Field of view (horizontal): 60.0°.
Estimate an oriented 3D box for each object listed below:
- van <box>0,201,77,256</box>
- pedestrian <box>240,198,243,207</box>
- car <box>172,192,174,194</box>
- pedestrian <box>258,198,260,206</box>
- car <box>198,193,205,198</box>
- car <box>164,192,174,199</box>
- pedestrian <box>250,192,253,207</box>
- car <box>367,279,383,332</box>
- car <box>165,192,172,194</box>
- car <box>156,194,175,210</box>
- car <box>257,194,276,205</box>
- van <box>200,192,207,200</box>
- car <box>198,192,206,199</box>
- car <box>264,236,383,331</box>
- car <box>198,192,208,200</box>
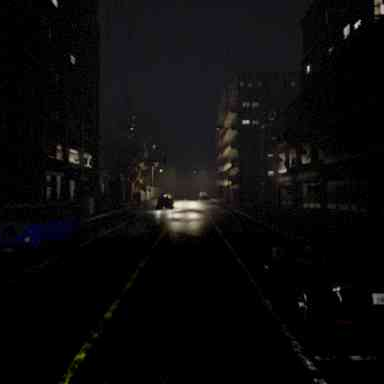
[{"bbox_3d":[-5.687,1.258,12.393,1.690,1.788,3.998,0,0,0],"label":"van"},{"bbox_3d":[6.127,1.260,41.117,0.500,1.100,0.500,0,0,0],"label":"pedestrian"},{"bbox_3d":[-5.703,1.070,78.535,1.752,1.417,4.829,0,0,0],"label":"car"},{"bbox_3d":[8.128,1.313,40.518,0.500,1.100,0.500,0,0,0],"label":"pedestrian"},{"bbox_3d":[2.673,1.019,95.597,2.008,1.369,4.403,0,0,0],"label":"car"},{"bbox_3d":[-5.705,0.833,84.334,2.192,1.841,5.009,0,0,0],"label":"car"},{"bbox_3d":[7.127,0.904,39.916,0.375,1.860,0.375,0,0,0],"label":"pedestrian"},{"bbox_3d":[2.695,1.558,1.074,1.947,1.339,4.313,0,0,0],"label":"car"},{"bbox_3d":[-5.701,1.166,67.444,1.947,1.339,4.313,0,0,0],"label":"car"},{"bbox_3d":[-3.011,1.303,38.659,2.033,1.411,5.357,0,0,0],"label":"car"},{"bbox_3d":[13.455,1.261,55.126,5.009,1.841,2.192,1,-1,-1],"label":"car"},{"bbox_3d":[2.678,0.885,78.705,1.690,1.788,3.998,0,0,0],"label":"van"},{"bbox_3d":[2.675,0.932,89.966,1.967,1.590,4.097,0,0,0],"label":"car"},{"bbox_3d":[2.693,1.520,6.737,1.947,1.339,4.313,0,0,0],"label":"car"},{"bbox_3d":[2.678,1.116,73.076,1.887,1.381,4.507,0,0,0],"label":"car"}]
